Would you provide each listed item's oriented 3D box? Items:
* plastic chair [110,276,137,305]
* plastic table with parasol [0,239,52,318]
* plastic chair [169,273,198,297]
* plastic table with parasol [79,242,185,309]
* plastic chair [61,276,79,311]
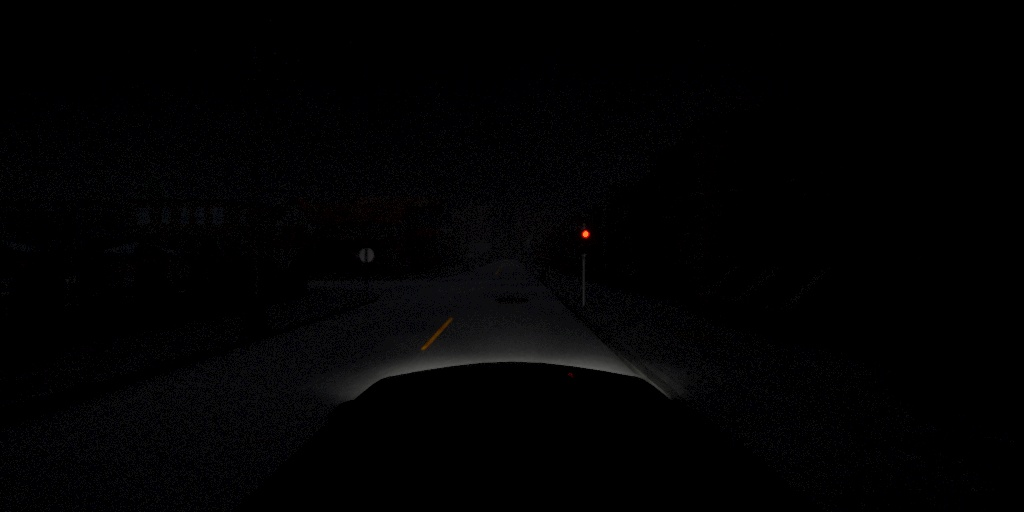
[{"bbox_3d":[-13.330,1.315,12.538,0.750,1.272,0.730,0,0,-40],"label":"plastic chair"},{"bbox_3d":[-13.638,0.680,9.069,2.482,2.480,2.482,0,0,-40],"label":"plastic table with parasol"},{"bbox_3d":[-13.032,1.314,14.302,0.730,1.272,0.750,0,0,-40],"label":"plastic chair"},{"bbox_3d":[-14.065,0.710,13.561,2.482,2.480,2.482,0,0,-40],"label":"plastic table with parasol"},{"bbox_3d":[-12.605,1.281,9.811,0.730,1.272,0.750,0,0,-40],"label":"plastic chair"}]
